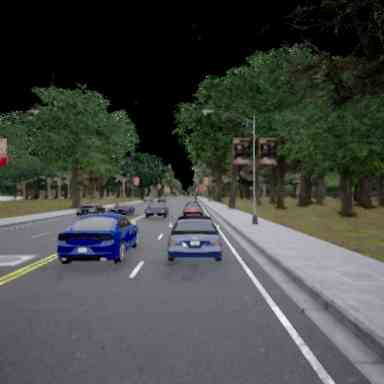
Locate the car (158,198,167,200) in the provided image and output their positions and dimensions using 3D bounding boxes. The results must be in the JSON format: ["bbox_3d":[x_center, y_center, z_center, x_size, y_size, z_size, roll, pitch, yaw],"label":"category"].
[{"bbox_3d":[-6.501,1.844,71.874,1.895,1.301,4.718,0,0,0],"label":"car"}]

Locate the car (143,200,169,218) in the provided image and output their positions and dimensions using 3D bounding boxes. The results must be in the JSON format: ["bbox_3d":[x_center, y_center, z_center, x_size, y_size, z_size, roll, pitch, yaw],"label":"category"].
[{"bbox_3d":[-3.154,1.716,31.027,1.895,1.301,4.718,0,0,0],"label":"car"}]

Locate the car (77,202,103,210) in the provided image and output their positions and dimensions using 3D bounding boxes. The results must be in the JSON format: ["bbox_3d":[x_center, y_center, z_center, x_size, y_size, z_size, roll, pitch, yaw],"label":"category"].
[{"bbox_3d":[-9.846,1.685,32.610,1.994,1.385,4.181,0,0,0],"label":"car"}]

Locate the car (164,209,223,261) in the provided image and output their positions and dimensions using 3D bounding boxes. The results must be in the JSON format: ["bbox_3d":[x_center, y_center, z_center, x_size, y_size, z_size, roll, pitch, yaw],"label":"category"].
[{"bbox_3d":[0.094,1.594,12.470,2.033,1.411,5.357,0,0,0],"label":"car"}]

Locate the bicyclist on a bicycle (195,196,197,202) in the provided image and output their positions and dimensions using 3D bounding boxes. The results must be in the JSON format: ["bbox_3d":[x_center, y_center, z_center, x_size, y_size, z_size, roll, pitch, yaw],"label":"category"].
[{"bbox_3d":[0.895,1.754,73.011,0.582,1.620,1.656,0,-1,0],"label":"bicyclist on a bicycle"}]

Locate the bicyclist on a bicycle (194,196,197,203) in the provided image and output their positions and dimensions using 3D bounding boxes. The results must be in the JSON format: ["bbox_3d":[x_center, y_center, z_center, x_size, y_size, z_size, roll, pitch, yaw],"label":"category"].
[{"bbox_3d":[0.894,1.795,82.012,0.582,1.620,1.656,0,-1,0],"label":"bicyclist on a bicycle"}]

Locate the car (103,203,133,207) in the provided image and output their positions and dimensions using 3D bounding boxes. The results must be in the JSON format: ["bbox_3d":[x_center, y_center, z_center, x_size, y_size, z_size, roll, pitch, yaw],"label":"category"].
[{"bbox_3d":[-6.598,1.717,31.311,1.895,1.301,4.718,0,0,0],"label":"car"}]

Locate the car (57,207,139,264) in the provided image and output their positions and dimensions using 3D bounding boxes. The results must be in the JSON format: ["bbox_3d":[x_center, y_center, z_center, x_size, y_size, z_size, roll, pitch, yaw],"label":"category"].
[{"bbox_3d":[-3.160,1.523,12.088,1.882,1.535,5.008,0,0,0],"label":"car"}]

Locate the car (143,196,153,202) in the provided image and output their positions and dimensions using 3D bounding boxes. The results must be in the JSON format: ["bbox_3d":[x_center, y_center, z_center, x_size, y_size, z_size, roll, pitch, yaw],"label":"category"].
[{"bbox_3d":[-9.751,1.725,74.545,1.837,1.490,4.892,0,0,0],"label":"car"}]

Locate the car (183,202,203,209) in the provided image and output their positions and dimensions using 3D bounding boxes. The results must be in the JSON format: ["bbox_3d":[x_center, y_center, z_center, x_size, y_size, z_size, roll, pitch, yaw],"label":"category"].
[{"bbox_3d":[0.097,1.689,33.469,1.994,1.385,4.181,0,0,0],"label":"car"}]
